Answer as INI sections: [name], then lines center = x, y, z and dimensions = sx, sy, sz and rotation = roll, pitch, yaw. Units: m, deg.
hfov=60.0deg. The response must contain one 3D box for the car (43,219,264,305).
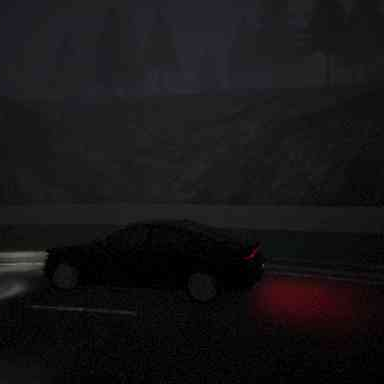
[car]
center = -0.927, 1.358, 7.541
dimensions = 5.008, 1.535, 1.882
rotation = 0, 0, 16
